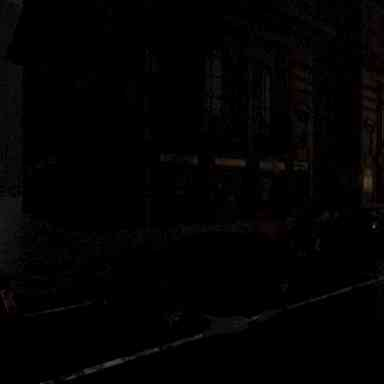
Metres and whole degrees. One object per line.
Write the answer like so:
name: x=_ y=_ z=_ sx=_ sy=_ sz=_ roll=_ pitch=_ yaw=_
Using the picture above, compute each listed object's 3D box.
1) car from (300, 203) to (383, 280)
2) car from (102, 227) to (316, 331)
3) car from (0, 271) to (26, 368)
car: x=4.918 y=1.300 z=10.145 sx=5.009 sy=1.841 sz=2.192 roll=0 pitch=0 yaw=-35
car: x=0.355 y=1.559 z=6.896 sx=4.313 sy=1.339 sz=1.947 roll=0 pitch=0 yaw=-35
car: x=-4.208 y=1.442 z=3.646 sx=4.097 sy=1.590 sz=1.967 roll=0 pitch=0 yaw=-35
